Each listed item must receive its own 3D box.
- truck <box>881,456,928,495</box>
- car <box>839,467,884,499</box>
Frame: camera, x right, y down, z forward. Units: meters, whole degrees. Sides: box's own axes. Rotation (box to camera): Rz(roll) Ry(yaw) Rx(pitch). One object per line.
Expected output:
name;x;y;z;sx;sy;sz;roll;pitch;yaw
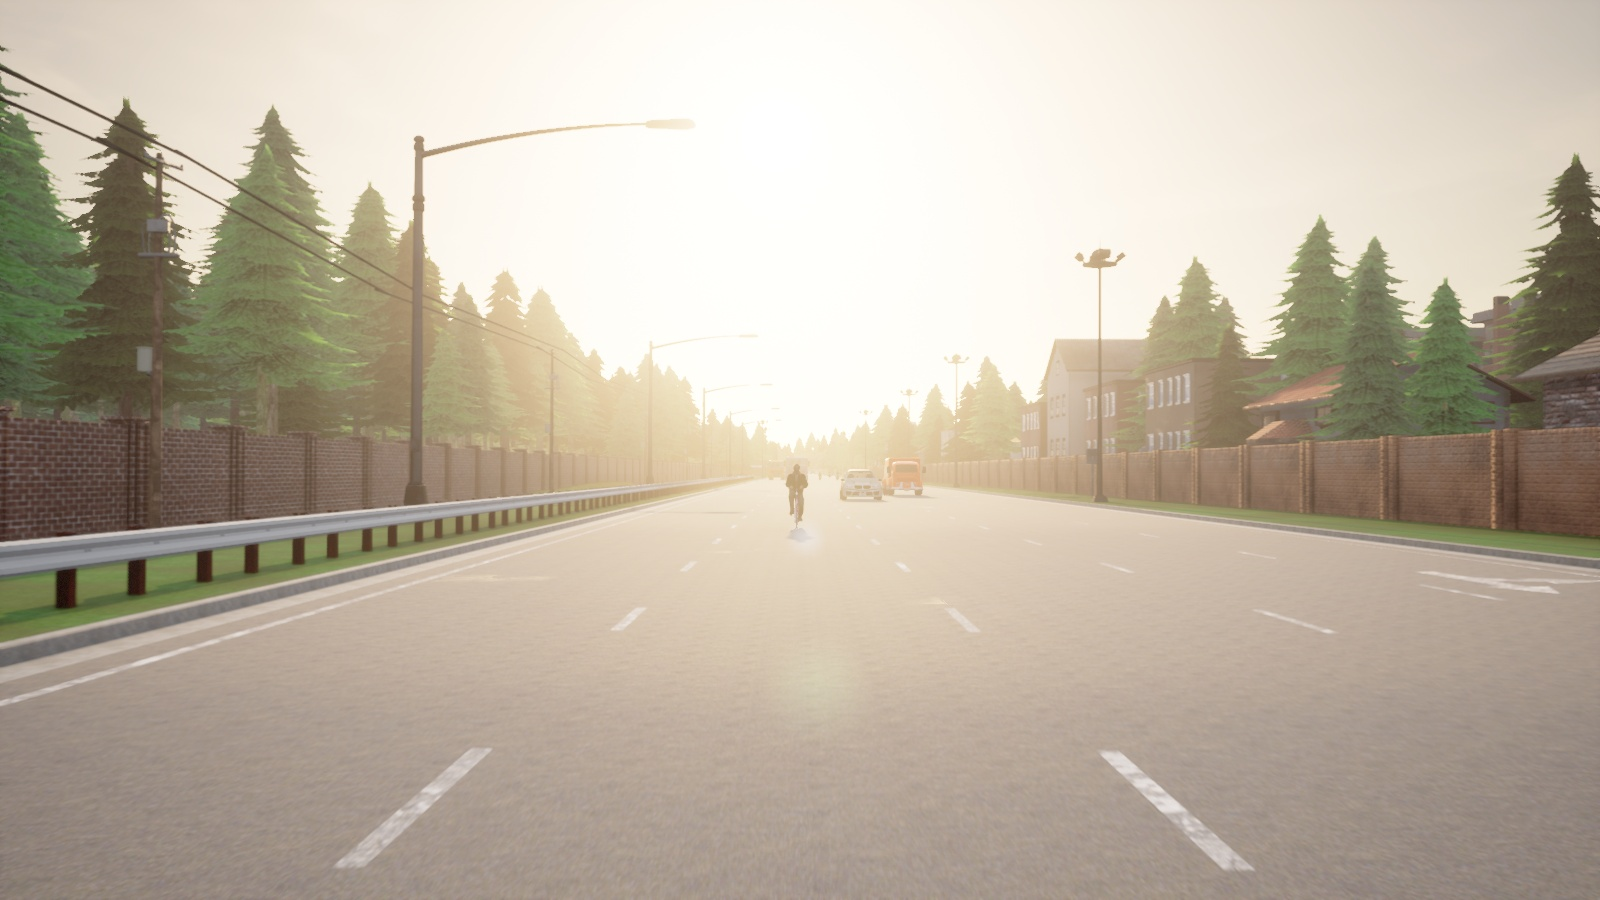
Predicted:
truck;6.794;1.680;82.374;2.627;2.467;5.204;0;-1;0
car;3.329;1.797;68.765;2.242;1.667;4.611;0;-1;0
